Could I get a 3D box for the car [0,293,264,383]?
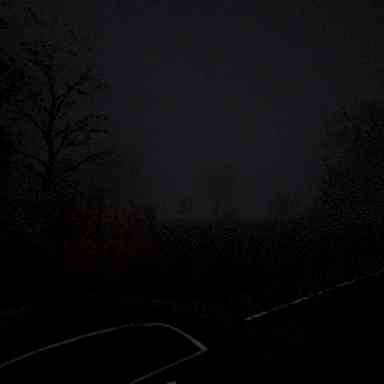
[{"bbox_3d":[-1.459,1.740,2.528,4.892,1.490,1.837,1,-5,-40],"label":"car"}]
